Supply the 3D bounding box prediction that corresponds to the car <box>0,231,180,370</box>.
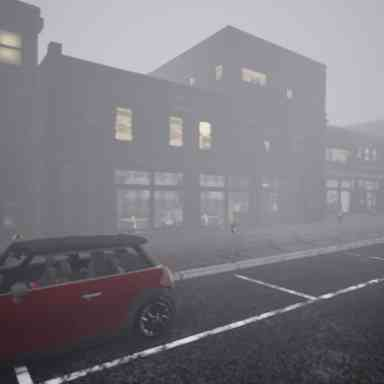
[{"bbox_3d":[-2.284,1.441,4.914,4.097,1.590,1.967,0,1,-35],"label":"car"}]
